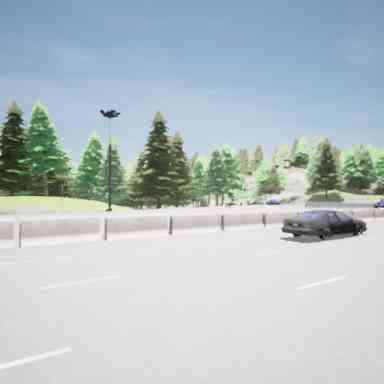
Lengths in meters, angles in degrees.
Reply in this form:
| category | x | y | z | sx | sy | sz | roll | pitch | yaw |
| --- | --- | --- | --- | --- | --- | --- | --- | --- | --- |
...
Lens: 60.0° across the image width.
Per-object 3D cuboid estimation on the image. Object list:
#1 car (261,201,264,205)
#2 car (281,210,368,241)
| category | x | y | z | sx | sy | sz | roll | pitch | yaw |
| --- | --- | --- | --- | --- | --- | --- | --- | --- | --- |
| car | 17.766 | 2.943 | 88.960 | 2.033 | 1.411 | 5.357 | 0 | -3 | -6 |
| car | 6.972 | 1.639 | 17.323 | 5.357 | 1.411 | 2.033 | 1 | 0 | -35 |
